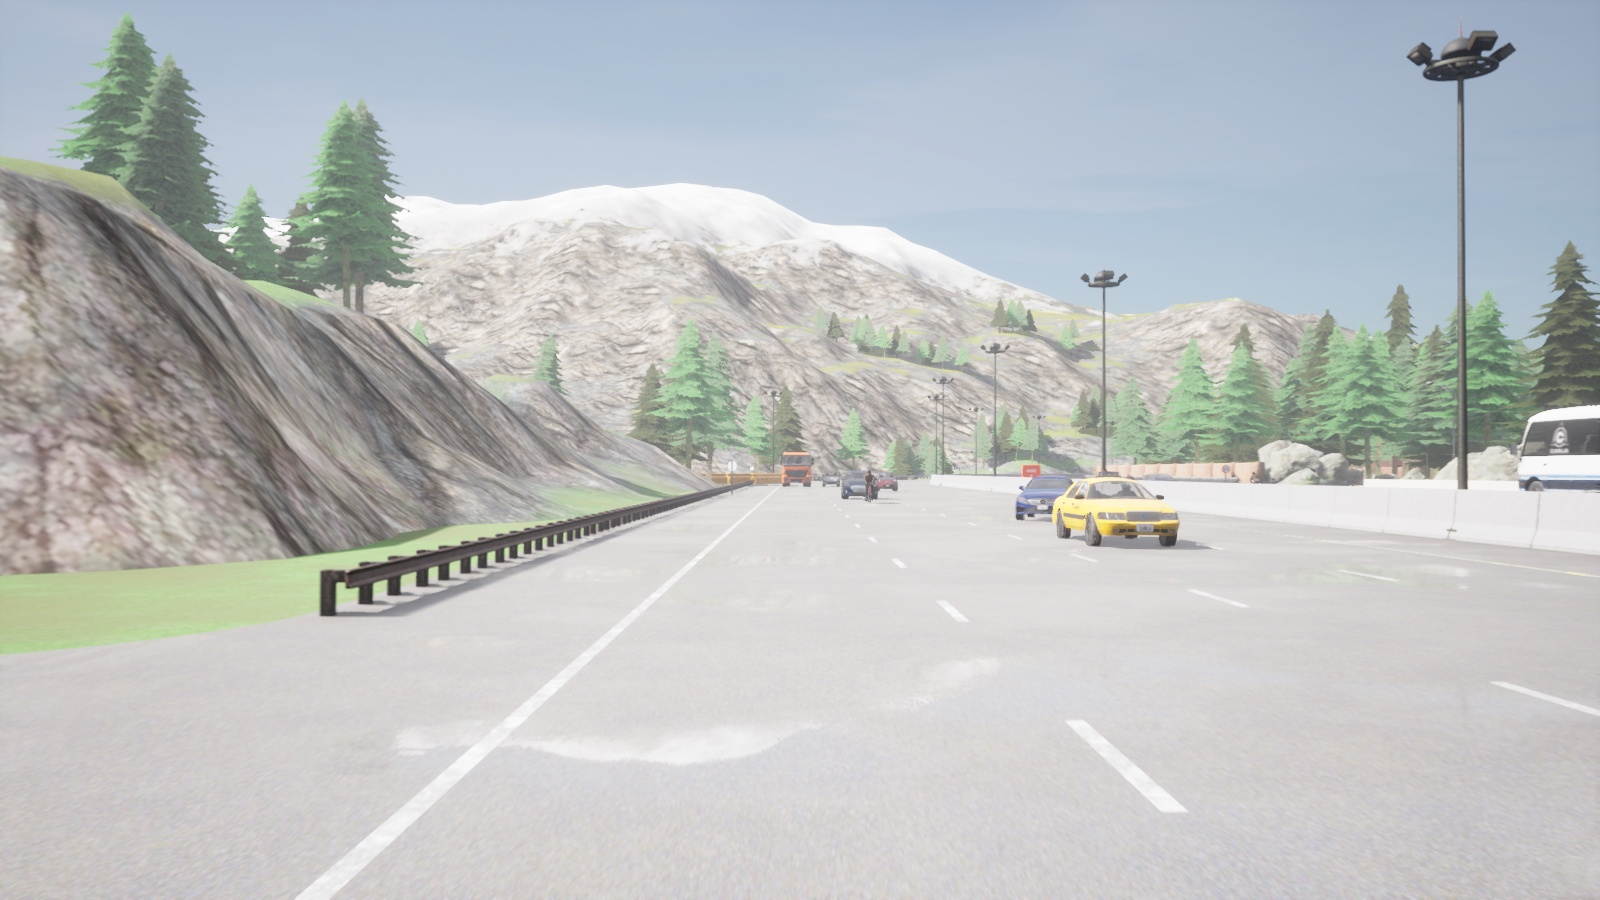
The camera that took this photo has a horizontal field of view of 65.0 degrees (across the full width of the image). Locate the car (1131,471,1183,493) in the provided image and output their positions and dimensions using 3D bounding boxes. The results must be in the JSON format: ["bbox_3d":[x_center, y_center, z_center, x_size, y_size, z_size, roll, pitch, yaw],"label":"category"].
[{"bbox_3d":[24.293,2.152,85.698,2.163,1.488,4.792,0,-1,0],"label":"car"}]

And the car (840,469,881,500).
[{"bbox_3d":[3.330,1.910,70.377,2.033,1.649,4.856,0,-1,0],"label":"car"}]

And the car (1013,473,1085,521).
[{"bbox_3d":[8.204,1.496,41.136,1.812,1.442,4.674,-1,-1,18],"label":"car"}]

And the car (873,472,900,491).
[{"bbox_3d":[6.763,2.447,98.299,1.845,1.501,3.633,0,-1,0],"label":"car"}]

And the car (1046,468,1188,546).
[{"bbox_3d":[6.932,1.196,28.054,1.801,1.575,5.366,0,-1,0],"label":"car"}]

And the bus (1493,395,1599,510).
[{"bbox_3d":[31.378,0.117,48.081,3.944,4.253,10.273,0,-1,0],"label":"bus"}]
